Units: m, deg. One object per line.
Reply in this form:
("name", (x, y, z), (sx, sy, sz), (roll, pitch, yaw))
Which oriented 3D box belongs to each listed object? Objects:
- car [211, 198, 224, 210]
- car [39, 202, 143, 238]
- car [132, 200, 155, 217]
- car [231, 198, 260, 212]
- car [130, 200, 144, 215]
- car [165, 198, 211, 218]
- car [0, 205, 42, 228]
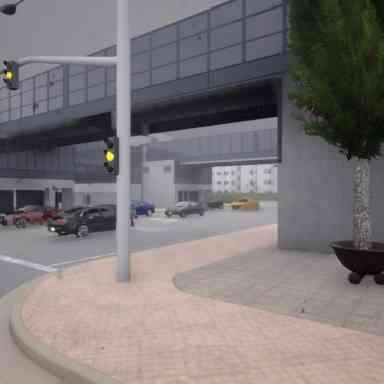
("car", (2.038, 1.490, 39.938), (2.128, 1.511, 4.902), (0, 0, 36))
("car", (-5.164, 1.504, 17.697), (1.837, 1.490, 4.892), (0, 0, 36))
("car", (-5.434, 1.477, 29.634), (1.882, 1.535, 5.008), (0, 0, 36))
("car", (6.461, 1.477, 40.065), (1.882, 1.535, 5.008), (0, 0, 36))
("car", (-6.114, 1.547, 22.726), (2.033, 1.411, 5.357), (0, 0, 36))
("car", (-0.507, 1.525, 30.459), (1.812, 1.442, 4.674), (0, 0, 36))
("car", (-10.702, 1.563, 22.356), (1.994, 1.385, 4.181), (0, 0, 36))
